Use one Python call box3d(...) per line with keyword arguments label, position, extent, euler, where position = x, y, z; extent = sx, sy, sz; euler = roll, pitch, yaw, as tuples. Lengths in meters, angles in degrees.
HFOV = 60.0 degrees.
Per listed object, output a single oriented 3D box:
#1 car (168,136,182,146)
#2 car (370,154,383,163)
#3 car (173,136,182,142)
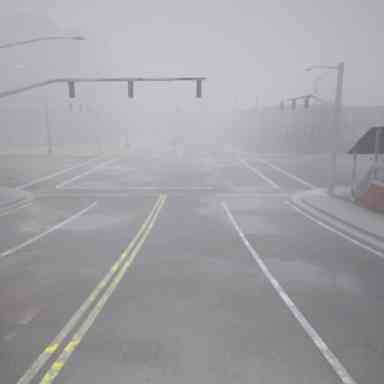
box3d(label="car", position=(-3.541, -10.084, 66.244), extent=(2.097, 1.767, 4.553), euler=(0, 12, 0))
box3d(label="car", position=(22.971, -3.957, 37.813), extent=(4.718, 1.301, 1.895), euler=(0, 12, 0))
box3d(label="car", position=(-3.545, -13.008, 81.370), extent=(1.994, 1.385, 4.181), euler=(0, 12, 0))
